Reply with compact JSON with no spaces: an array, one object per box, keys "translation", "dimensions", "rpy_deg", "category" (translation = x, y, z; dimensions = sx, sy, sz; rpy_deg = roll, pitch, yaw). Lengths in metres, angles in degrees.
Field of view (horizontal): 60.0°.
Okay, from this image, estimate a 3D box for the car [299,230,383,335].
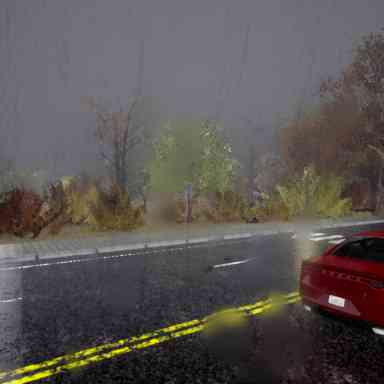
[{"translation":[4.180,1.480,6.415],"dimensions":[5.008,1.535,1.882],"rpy_deg":[0,0,-35],"category":"car"}]
